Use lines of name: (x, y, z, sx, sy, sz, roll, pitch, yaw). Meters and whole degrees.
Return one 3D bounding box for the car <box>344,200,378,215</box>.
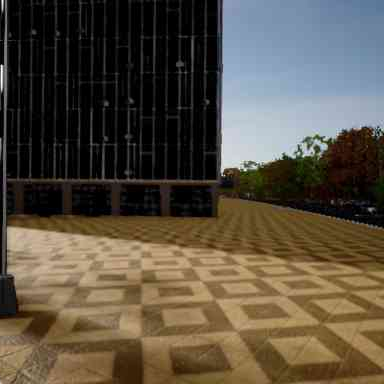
car: (18.011, 1.575, 35.640, 2.128, 1.511, 4.902, 1, 0, 4)
